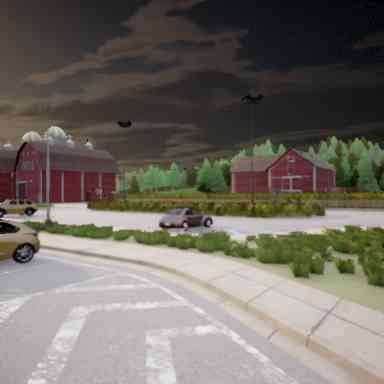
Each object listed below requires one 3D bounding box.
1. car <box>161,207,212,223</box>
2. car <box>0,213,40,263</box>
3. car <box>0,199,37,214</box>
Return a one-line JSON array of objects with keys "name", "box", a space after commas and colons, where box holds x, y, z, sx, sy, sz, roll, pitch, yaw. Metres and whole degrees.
[{"name": "car", "box": [-0.337, 1.646, 21.326, 1.784, 1.438, 3.905, -1, 0, 36]}, {"name": "car", "box": [-6.974, 1.608, 10.241, 1.816, 1.474, 4.193, -1, 0, 36]}, {"name": "car", "box": [-18.582, 1.624, 34.461, 1.932, 1.855, 4.605, -1, 0, 36]}]
